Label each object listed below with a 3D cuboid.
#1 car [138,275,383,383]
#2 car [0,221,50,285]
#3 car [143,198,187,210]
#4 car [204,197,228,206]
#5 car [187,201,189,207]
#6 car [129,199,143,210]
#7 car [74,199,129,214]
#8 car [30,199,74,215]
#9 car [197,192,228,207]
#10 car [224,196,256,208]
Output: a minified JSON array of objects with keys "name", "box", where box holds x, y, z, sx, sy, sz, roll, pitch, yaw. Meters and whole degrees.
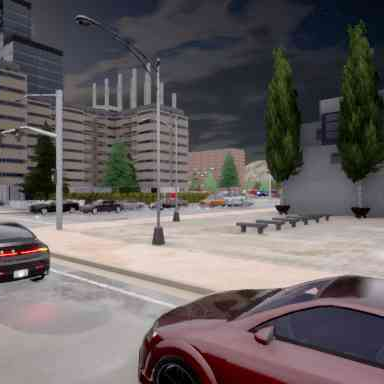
[{"name":"car","box":[1.446,1.564,3.208,4.181,1.385,1.994,0,0,37]},{"name":"car","box":[-5.535,1.505,8.714,4.892,1.490,1.837,0,0,40]},{"name":"car","box":[-3.365,1.491,42.281,2.128,1.511,4.902,0,0,40]},{"name":"car","box":[4.072,1.564,56.426,1.994,1.385,4.181,0,0,41]},{"name":"car","box":[-2.402,1.564,48.825,1.994,1.385,4.181,0,0,41]},{"name":"car","box":[-8.268,1.601,41.909,1.895,1.301,4.718,0,0,40]},{"name":"car","box":[-9.446,1.505,35.102,1.837,1.490,4.892,0,0,40]},{"name":"car","box":[-14.302,1.478,34.783,1.882,1.535,5.008,0,0,40]},{"name":"car","box":[3.035,1.352,49.817,2.097,1.767,4.553,0,0,40]},{"name":"car","box":[7.277,1.601,49.126,1.895,1.301,4.718,0,0,40]}]
